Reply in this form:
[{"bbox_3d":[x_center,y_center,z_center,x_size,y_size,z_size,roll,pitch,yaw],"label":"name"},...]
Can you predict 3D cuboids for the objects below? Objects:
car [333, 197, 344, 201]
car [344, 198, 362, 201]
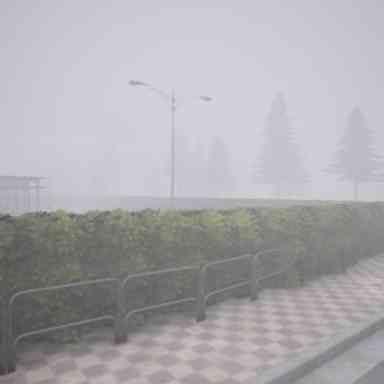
[{"bbox_3d":[36.684,2.056,82.938,2.097,1.767,4.553,0,0,5],"label":"car"},{"bbox_3d":[35.804,2.243,72.645,2.033,1.411,5.357,0,0,5],"label":"car"}]
